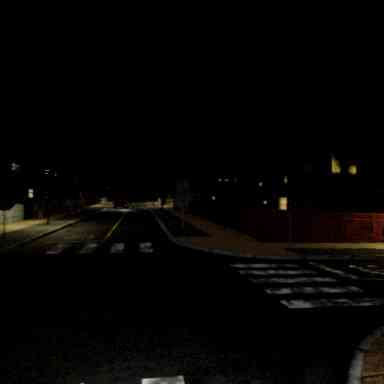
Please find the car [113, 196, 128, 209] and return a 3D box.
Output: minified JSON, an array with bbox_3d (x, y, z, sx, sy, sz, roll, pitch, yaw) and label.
[{"bbox_3d":[-11.800,1.679,55.256,2.150,2.045,5.566,1,-1,-9],"label":"car"}]
